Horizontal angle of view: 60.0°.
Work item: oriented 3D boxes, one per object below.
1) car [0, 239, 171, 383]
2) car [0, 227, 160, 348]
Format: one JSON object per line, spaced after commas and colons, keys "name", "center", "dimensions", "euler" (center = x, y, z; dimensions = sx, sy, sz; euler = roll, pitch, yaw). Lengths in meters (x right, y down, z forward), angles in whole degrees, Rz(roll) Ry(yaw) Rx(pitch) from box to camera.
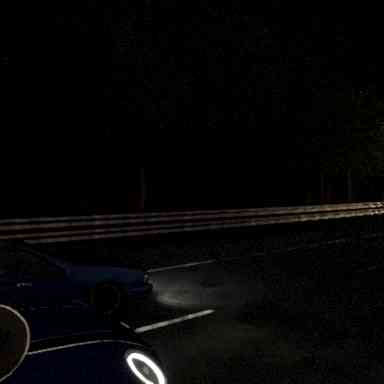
{"name": "car", "center": [-2.327, 1.351, 2.087], "dimensions": [4.553, 1.767, 2.097], "euler": [0, 0, -35]}
{"name": "car", "center": [-3.382, 1.547, 5.634], "dimensions": [5.357, 1.411, 2.033], "euler": [0, 0, -35]}
